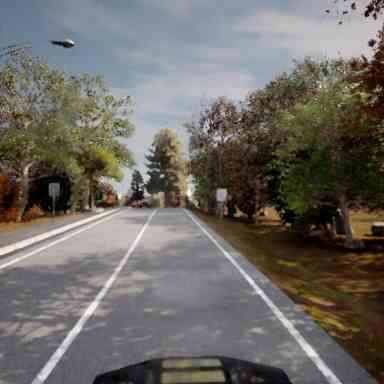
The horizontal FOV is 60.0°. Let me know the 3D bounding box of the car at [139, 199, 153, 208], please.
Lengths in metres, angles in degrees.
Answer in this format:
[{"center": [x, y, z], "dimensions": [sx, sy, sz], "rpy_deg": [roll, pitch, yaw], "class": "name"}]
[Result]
[{"center": [-6.960, 1.749, 50.637], "dimensions": [1.994, 1.385, 4.181], "rpy_deg": [0, -2, -4], "class": "car"}]
